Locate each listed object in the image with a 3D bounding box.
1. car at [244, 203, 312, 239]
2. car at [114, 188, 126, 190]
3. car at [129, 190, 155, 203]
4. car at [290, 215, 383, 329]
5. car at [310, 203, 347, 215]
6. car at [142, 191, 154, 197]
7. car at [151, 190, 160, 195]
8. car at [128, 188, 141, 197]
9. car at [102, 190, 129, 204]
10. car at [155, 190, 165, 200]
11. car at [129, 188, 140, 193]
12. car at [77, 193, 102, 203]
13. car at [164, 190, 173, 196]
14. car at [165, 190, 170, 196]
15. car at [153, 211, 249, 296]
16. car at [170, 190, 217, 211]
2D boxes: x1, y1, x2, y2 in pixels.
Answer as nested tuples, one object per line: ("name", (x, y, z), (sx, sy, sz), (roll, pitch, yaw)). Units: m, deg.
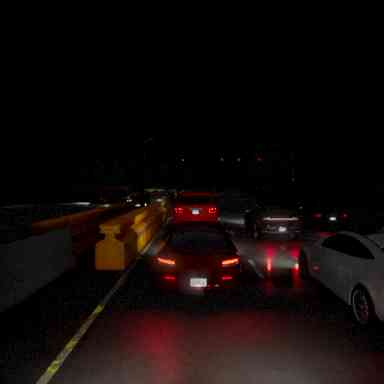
("car", (3.685, 1.281, 15.904), (2.128, 1.511, 4.902), (0, 1, 0))
("car", (-13.608, 0.314, 62.165), (2.150, 2.045, 5.566), (0, 1, 1))
("car", (-6.781, 0.829, 45.922), (2.128, 1.511, 4.902), (0, 1, 0))
("car", (3.625, 1.455, 6.656), (1.812, 1.442, 4.674), (0, 1, 0))
("car", (7.208, 1.306, 18.991), (1.994, 1.385, 4.181), (0, 1, 0))
("car", (-9.954, 0.445, 75.272), (1.994, 1.385, 4.181), (0, 1, 0))
("car", (-9.833, 0.202, 90.675), (1.994, 1.385, 4.181), (0, 1, 0))
("car", (-13.431, 0.075, 78.141), (2.150, 2.045, 5.566), (0, 1, 0))
("car", (-10.288, 0.826, 45.094), (1.882, 1.535, 5.008), (0, 1, 0))
("car", (-6.637, 0.617, 60.760), (1.837, 1.490, 4.892), (0, 1, 1))
("car", (-10.137, 0.595, 60.388), (1.882, 1.535, 5.008), (0, 1, 1))
("car", (-14.949, 0.856, 48.863), (1.994, 1.385, 4.181), (0, 1, 17))
("car", (-6.328, 0.163, 91.309), (2.128, 1.511, 4.902), (0, 1, 0))
("car", (-6.449, 0.407, 75.893), (1.812, 1.442, 4.674), (0, 1, 0))
("car", (0.136, 1.430, 8.290), (1.812, 1.442, 4.674), (0, 1, 0))
("car", (0.194, 0.981, 17.887), (2.150, 2.045, 5.566), (0, 1, 0))
